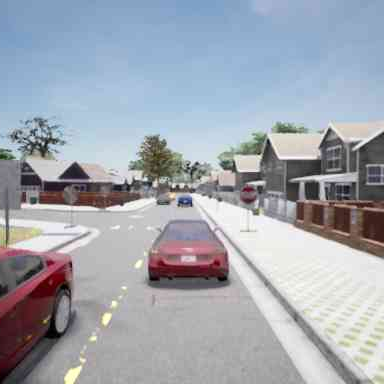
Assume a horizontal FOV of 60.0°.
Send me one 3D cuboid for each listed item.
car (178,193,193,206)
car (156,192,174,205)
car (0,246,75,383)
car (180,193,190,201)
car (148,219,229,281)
[{"bbox_3d":[-0.877,0.995,43.400,1.882,1.535,5.008,0,1,-1],"label":"car"},{"bbox_3d":[-3.855,1.002,45.813,1.837,1.490,4.892,0,1,-1],"label":"car"},{"bbox_3d":[-2.880,1.436,3.624,1.882,1.535,5.008,0,1,-1],"label":"car"},{"bbox_3d":[-1.356,0.924,64.553,1.895,1.301,4.718,0,0,-1],"label":"car"},{"bbox_3d":[-0.115,1.451,9.488,1.994,1.385,4.181,0,1,-1],"label":"car"}]
